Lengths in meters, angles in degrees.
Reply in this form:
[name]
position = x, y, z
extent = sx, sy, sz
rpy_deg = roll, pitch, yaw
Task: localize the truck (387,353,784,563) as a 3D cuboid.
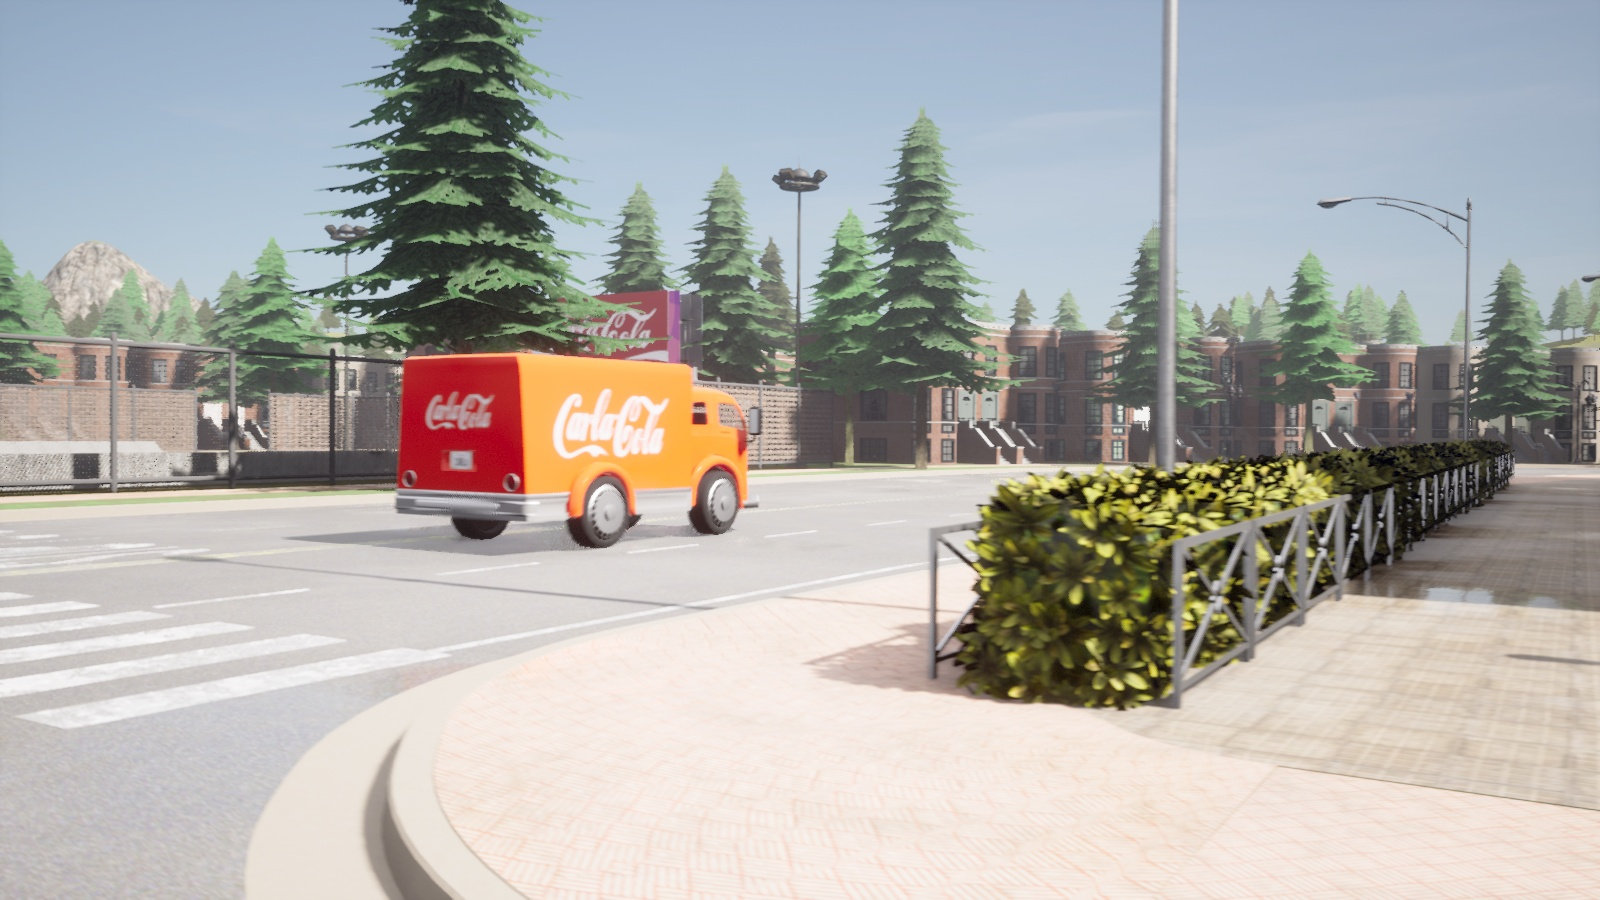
[truck]
position = -2.783, 0.056, 17.643
extent = 2.627, 2.467, 5.204
rpy_deg = 0, 1, 33
